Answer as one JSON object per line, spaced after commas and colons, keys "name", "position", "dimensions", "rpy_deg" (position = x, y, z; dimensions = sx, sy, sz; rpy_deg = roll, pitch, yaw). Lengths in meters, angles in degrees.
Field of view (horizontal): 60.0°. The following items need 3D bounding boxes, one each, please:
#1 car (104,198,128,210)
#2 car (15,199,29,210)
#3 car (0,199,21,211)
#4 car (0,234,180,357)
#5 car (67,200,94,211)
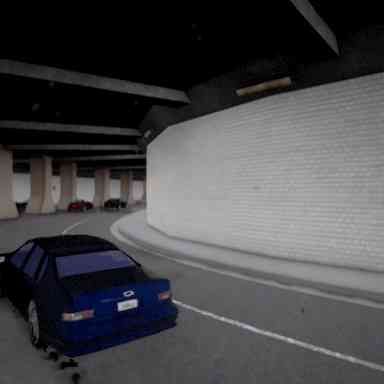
{"name": "car", "position": [-9.855, 1.520, 43.375], "dimensions": [1.882, 1.535, 5.008], "rpy_deg": [0, 0, 6]}
{"name": "car", "position": [-20.687, 1.596, 43.103], "dimensions": [2.033, 1.411, 5.357], "rpy_deg": [0, 0, 5]}
{"name": "car", "position": [-24.236, 1.650, 42.570], "dimensions": [1.895, 1.301, 4.718], "rpy_deg": [0, 0, 5]}
{"name": "car", "position": [-2.411, 1.554, 6.390], "dimensions": [2.033, 1.411, 5.357], "rpy_deg": [0, 0, -38]}
{"name": "car", "position": [-13.569, 1.606, 40.822], "dimensions": [1.994, 1.385, 4.181], "rpy_deg": [0, 0, 4]}
